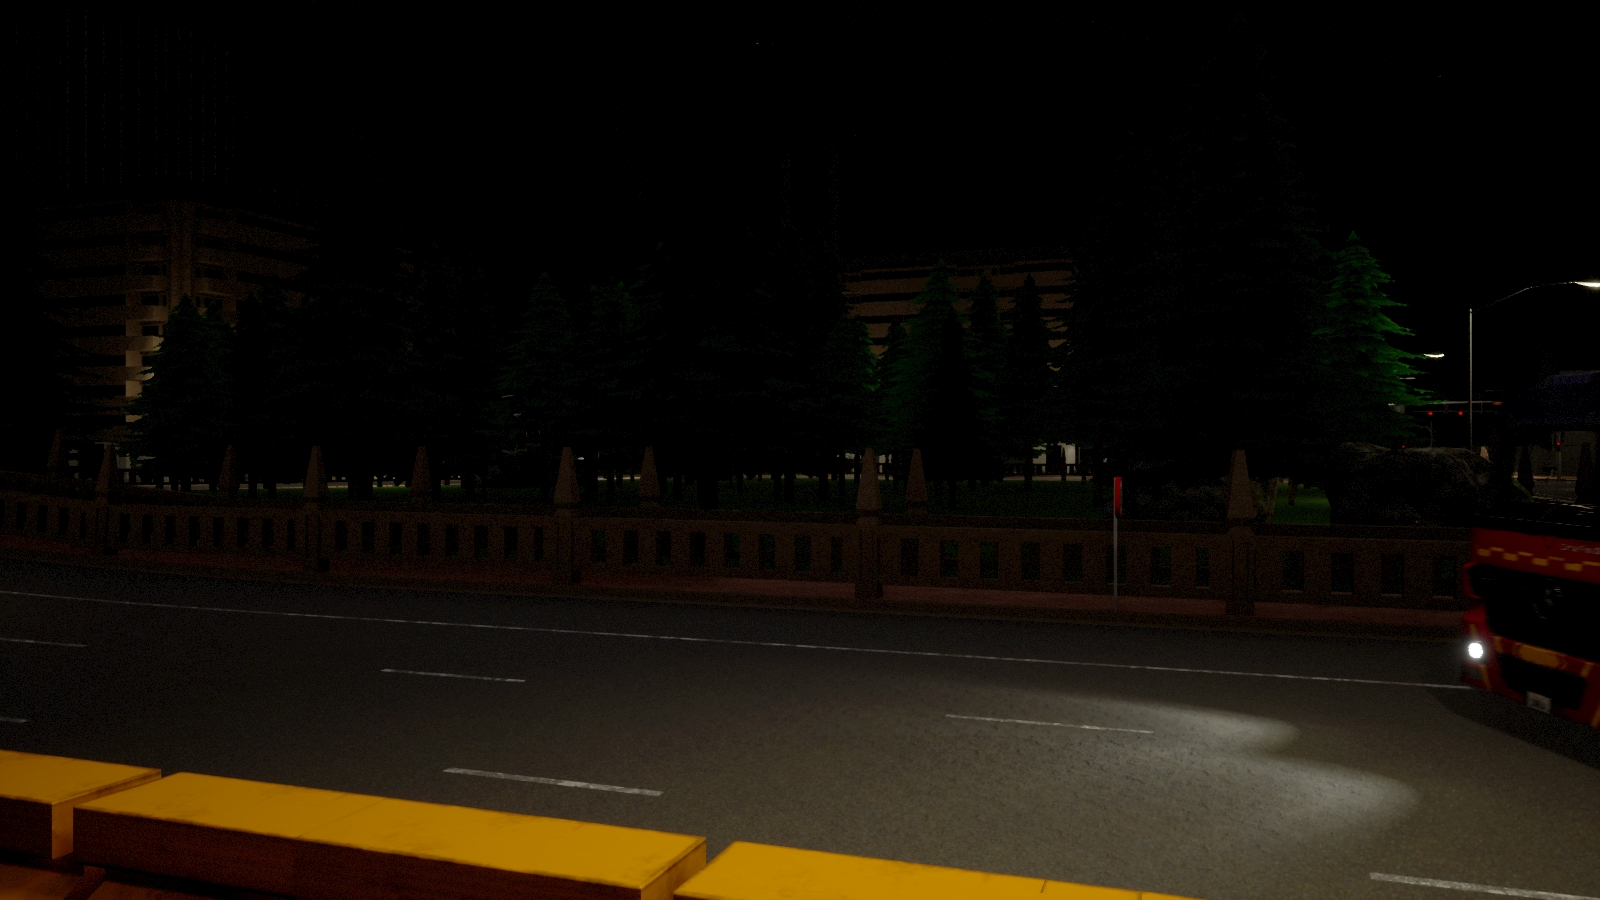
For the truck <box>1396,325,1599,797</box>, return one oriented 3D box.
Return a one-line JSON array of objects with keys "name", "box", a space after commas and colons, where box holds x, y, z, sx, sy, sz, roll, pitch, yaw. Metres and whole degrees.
[{"name": "truck", "box": [10.601, 0.890, 10.771, 8.468, 3.827, 2.891, 0, 0, -1]}]
